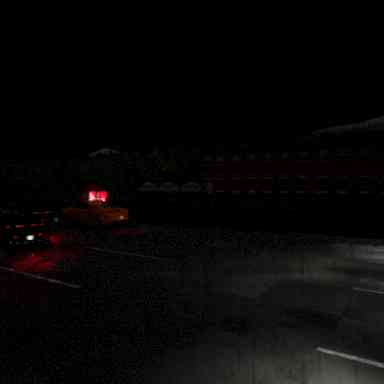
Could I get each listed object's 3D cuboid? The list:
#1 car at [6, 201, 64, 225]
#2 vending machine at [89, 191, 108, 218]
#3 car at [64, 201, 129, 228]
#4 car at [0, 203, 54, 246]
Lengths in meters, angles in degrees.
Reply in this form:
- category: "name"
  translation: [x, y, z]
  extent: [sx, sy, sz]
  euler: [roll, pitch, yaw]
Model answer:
- category: "car"
  translation: [-9.818, 1.276, 18.718]
  extent: [4.902, 1.511, 2.128]
  euler: [1, 1, 33]
- category: "vending machine"
  translation: [-7.330, 0.940, 26.017]
  extent: [0.880, 2.100, 1.100]
  euler: [1, 1, 33]
- category: "car"
  translation: [-6.113, 1.274, 20.472]
  extent: [5.008, 1.535, 1.882]
  euler: [1, 1, 33]
- category: "car"
  translation: [-7.787, 1.347, 13.190]
  extent: [4.892, 1.490, 1.837]
  euler: [1, 1, 33]
